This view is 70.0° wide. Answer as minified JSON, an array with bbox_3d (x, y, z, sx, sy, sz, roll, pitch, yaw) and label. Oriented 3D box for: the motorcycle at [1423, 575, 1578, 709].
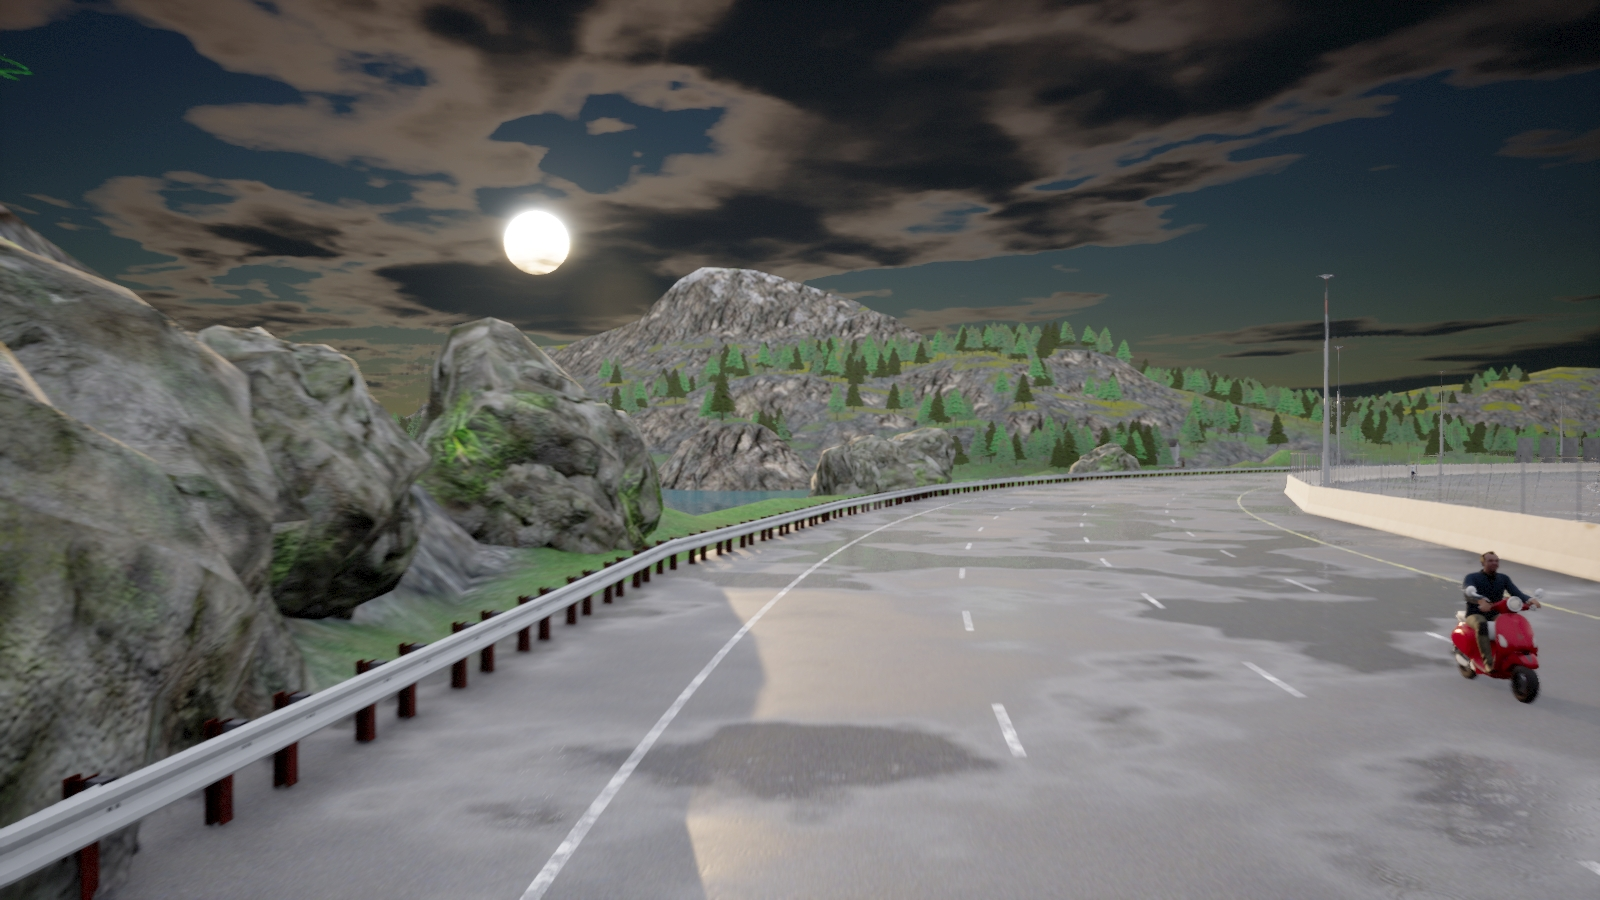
[{"bbox_3d":[8.122,2.193,13.360,0.856,1.236,1.805,0,0,7],"label":"motorcycle"}]
